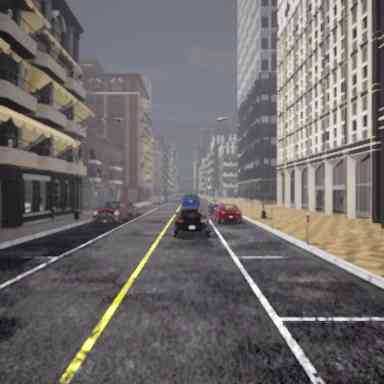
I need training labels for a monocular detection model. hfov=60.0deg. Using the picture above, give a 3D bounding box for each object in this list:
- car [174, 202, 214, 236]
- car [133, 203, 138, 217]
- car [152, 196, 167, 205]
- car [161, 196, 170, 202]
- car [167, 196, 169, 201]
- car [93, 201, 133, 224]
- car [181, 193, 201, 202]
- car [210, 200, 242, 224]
[{"bbox_3d":[-0.003,1.502,18.157,1.812,1.442,4.674,0,0,0],"label":"car"},{"bbox_3d":[-5.850,1.554,29.815,1.802,1.307,4.206,0,0,0],"label":"car"},{"bbox_3d":[-6.008,1.499,58.057,2.008,1.369,4.403,0,0,0],"label":"car"},{"bbox_3d":[-6.161,1.520,76.622,1.802,1.307,4.206,0,0,0],"label":"car"},{"bbox_3d":[-6.038,1.496,63.705,2.008,1.369,4.403,0,0,0],"label":"car"},{"bbox_3d":[-5.819,1.419,24.166,1.967,1.590,4.097,0,0,0],"label":"car"},{"bbox_3d":[-0.118,1.174,39.971,2.150,2.045,5.566,0,0,0],"label":"car"},{"bbox_3d":[2.562,1.510,24.213,1.887,1.381,4.507,0,0,0],"label":"car"}]
